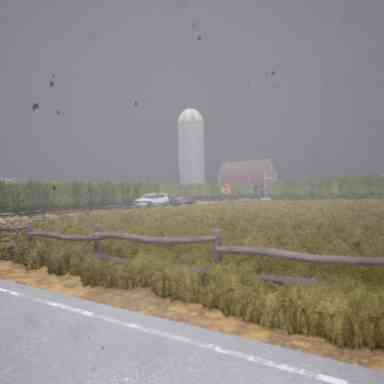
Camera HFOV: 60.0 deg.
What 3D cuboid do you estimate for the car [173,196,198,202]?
[{"bbox_3d":[-1.035,1.360,45.836,1.837,1.490,4.892,-2,1,34],"label":"car"}]

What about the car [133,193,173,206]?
[{"bbox_3d":[-5.476,1.233,44.850,2.150,2.045,5.566,-2,0,34],"label":"car"}]
